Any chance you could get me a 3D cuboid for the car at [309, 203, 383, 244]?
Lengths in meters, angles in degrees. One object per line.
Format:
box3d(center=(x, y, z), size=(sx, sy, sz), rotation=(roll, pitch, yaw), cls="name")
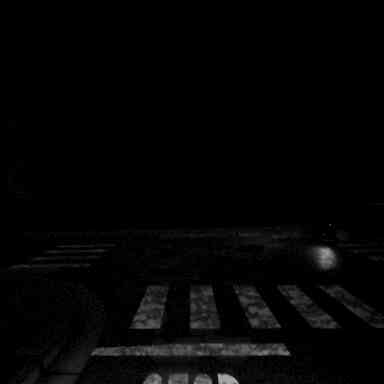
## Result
box3d(center=(7.541, 1.234, 13.999), size=(5.008, 1.535, 1.882), rotation=(-1, 1, 0), cls="car")
